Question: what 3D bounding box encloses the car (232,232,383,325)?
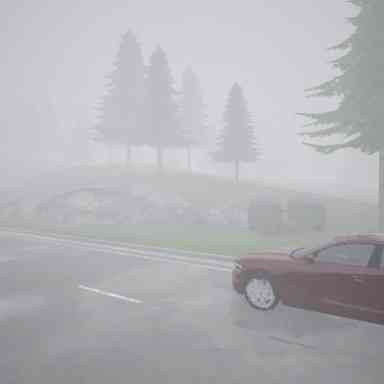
[{"bbox_3d":[3.129,1.477,6.052,5.008,1.535,1.882,0,0,36],"label":"car"}]
